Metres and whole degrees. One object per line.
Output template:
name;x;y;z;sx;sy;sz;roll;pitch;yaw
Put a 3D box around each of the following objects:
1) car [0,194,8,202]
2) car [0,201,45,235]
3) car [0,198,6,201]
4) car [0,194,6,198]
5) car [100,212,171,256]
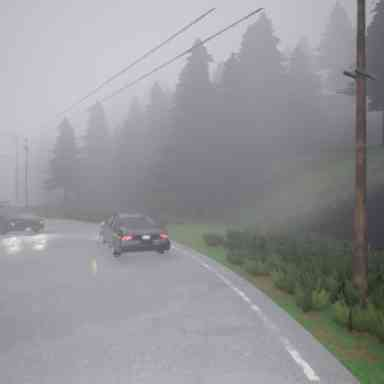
car;-38.814;1.217;66.378;4.892;1.490;1.837;0;0;38
car;-10.126;1.475;18.542;5.357;1.411;2.033;0;0;44
car;-14.781;1.425;26.007;4.674;1.442;1.812;0;0;30
car;-34.807;1.305;58.407;4.181;1.385;1.994;0;0;43
car;-2.396;1.495;12.993;2.033;1.411;5.357;0;0;-22
